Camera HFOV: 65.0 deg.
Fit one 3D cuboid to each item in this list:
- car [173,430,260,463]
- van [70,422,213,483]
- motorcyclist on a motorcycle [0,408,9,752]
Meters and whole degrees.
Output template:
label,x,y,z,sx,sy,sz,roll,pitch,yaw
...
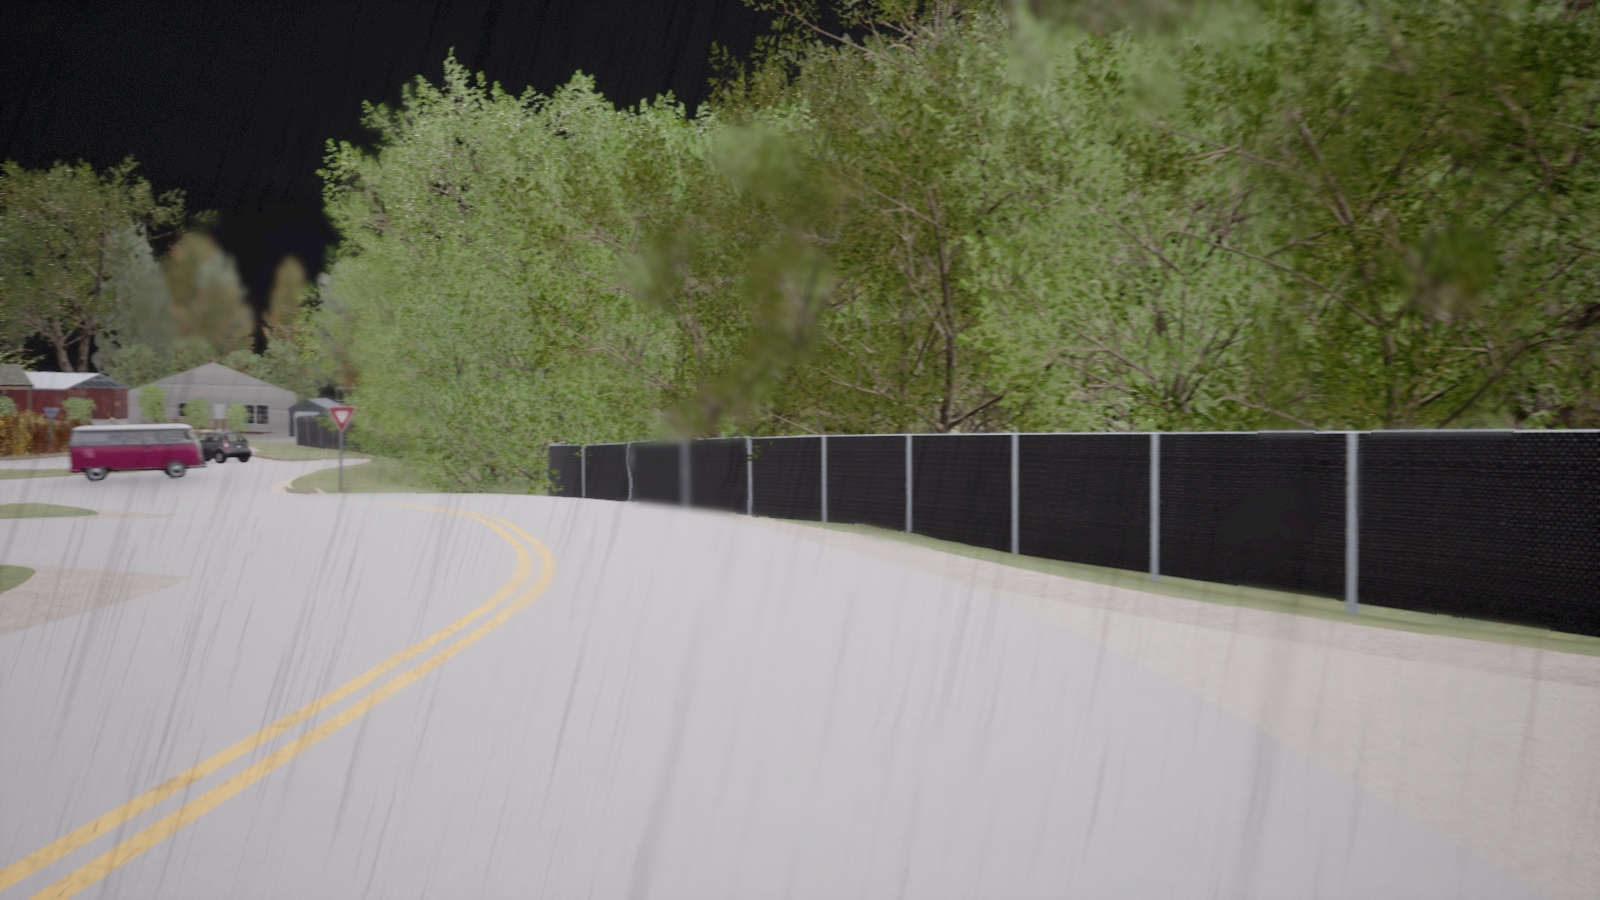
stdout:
label,x,y,z,sx,sy,sz,roll,pitch,yaw
car,-30.060,-0.211,64.676,3.988,1.617,1.851,0,2,23
van,-23.875,0.044,45.578,4.442,1.987,1.775,-2,4,-32
motorcyclist on a motorcycle,-4.004,0.619,4.920,0.866,1.590,1.817,-1,1,-9
